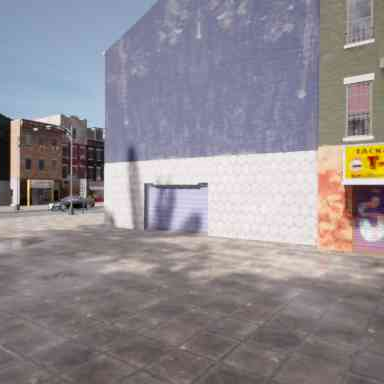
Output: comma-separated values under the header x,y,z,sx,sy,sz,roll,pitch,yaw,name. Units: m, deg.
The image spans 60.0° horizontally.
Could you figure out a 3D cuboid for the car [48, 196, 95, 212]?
x,y,z,sx,sy,sz,roll,pitch,yaw,name
-12.369,1.182,34.426,2.128,1.511,4.902,1,1,36,car
